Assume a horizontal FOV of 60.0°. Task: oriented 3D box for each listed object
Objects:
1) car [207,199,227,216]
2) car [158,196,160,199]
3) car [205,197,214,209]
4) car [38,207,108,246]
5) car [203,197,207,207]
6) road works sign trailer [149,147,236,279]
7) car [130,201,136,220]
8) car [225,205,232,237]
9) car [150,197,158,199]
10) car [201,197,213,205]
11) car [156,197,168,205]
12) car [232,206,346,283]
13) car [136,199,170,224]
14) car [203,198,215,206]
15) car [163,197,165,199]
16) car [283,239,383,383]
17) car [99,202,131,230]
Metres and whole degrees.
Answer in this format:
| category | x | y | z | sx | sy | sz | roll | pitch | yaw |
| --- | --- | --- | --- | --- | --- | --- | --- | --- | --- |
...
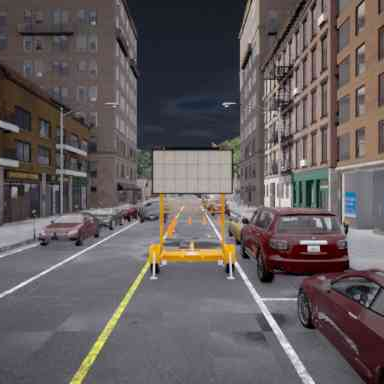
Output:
| category | x | y | z | sx | sy | sz | roll | pitch | yaw |
| --- | --- | --- | --- | --- | --- | --- | --- | --- | --- |
| car | 2.674 | 1.577 | 31.682 | 1.802 | 1.307 | 4.206 | 0 | 0 | 0 |
| car | -5.339 | 1.438 | 42.724 | 1.967 | 1.590 | 4.097 | 0 | 0 | 0 |
| car | 2.680 | 1.577 | 37.200 | 1.802 | 1.307 | 4.206 | 0 | 0 | 0 |
| car | -5.370 | 1.579 | 15.131 | 1.802 | 1.307 | 4.206 | 0 | 0 | 0 |
| car | 2.686 | 1.523 | 42.889 | 1.752 | 1.417 | 4.829 | 0 | 0 | 0 |
| road works sign trailer | 0.011 | 0.462 | 9.979 | 2.380 | 3.560 | 2.880 | 0 | 0 | 0 |
| car | -5.358 | 1.540 | 26.169 | 1.887 | 1.381 | 4.507 | 0 | 0 | 0 |
| car | 2.651 | 1.522 | 15.295 | 1.752 | 1.417 | 4.829 | 0 | 0 | 0 |
| car | -5.345 | 1.546 | 37.205 | 2.008 | 1.369 | 4.403 | 0 | 0 | 0 |
| car | 2.705 | 1.573 | 59.273 | 1.947 | 1.339 | 4.313 | 0 | 0 | 0 |
| car | -5.320 | 1.589 | 59.281 | 1.802 | 1.307 | 4.206 | 0 | 0 | 0 |
| car | 2.649 | 1.313 | 9.609 | 2.192 | 1.841 | 5.009 | 0 | 0 | 0 |
| car | -2.720 | 1.500 | 24.878 | 1.837 | 1.490 | 4.892 | 0 | 0 | 0 |
| car | 2.698 | 1.586 | 53.755 | 1.802 | 1.307 | 4.206 | 0 | 0 | 0 |
| car | -5.333 | 1.526 | 48.073 | 1.752 | 1.417 | 4.829 | 0 | 0 | 0 |
| car | 2.642 | 1.581 | 4.091 | 1.802 | 1.307 | 4.206 | 0 | 0 | 0 |
| car | -5.364 | 1.547 | 20.650 | 2.008 | 1.369 | 4.403 | 0 | 0 | 0 |
